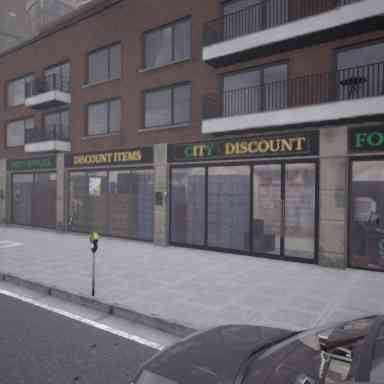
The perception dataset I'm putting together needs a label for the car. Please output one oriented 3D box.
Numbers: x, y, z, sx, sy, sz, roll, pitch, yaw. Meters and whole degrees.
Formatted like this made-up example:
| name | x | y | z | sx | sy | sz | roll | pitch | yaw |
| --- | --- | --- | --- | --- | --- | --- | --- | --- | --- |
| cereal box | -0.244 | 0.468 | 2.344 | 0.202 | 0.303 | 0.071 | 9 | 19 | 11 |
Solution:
| name | x | y | z | sx | sy | sz | roll | pitch | yaw |
| --- | --- | --- | --- | --- | --- | --- | --- | --- | --- |
| car | 1.447 | 1.551 | 2.040 | 4.403 | 1.369 | 2.008 | 0 | 1 | 35 |
